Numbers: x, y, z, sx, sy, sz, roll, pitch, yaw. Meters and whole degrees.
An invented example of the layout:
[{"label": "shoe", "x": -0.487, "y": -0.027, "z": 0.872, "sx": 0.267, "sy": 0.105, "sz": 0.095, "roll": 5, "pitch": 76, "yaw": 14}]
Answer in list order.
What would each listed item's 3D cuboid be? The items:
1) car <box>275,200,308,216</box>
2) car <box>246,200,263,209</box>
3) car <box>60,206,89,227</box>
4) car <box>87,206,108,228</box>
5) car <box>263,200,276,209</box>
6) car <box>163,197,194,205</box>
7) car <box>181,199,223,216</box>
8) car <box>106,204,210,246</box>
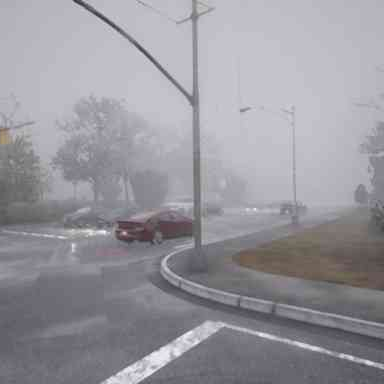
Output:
[{"label": "car", "x": 10.525, "y": 1.636, "z": 34.231, "sx": 1.837, "sy": 1.490, "sz": 4.892, "roll": -1, "pitch": -1, "yaw": 32}, {"label": "car", "x": 10.315, "y": 1.968, "z": 53.632, "sx": 1.994, "sy": 1.385, "sz": 4.181, "roll": -1, "pitch": -1, "yaw": 32}, {"label": "car", "x": -7.736, "y": 1.812, "z": 25.416, "sx": 1.812, "sy": 1.442, "sz": 4.674, "roll": -1, "pitch": -1, "yaw": 34}, {"label": "car", "x": -4.877, "y": 1.787, "z": 23.419, "sx": 1.994, "sy": 1.385, "sz": 4.181, "roll": -1, "pitch": -1, "yaw": 34}, {"label": "car", "x": 13.132, "y": 1.940, "z": 51.540, "sx": 1.895, "sy": 1.301, "sz": 4.718, "roll": -1, "pitch": -1, "yaw": 32}, {"label": "car", "x": -1.053, "y": 1.523, "z": 35.744, "sx": 2.150, "sy": 2.045, "sz": 5.566, "roll": -1, "pitch": -1, "yaw": 32}, {"label": "car", "x": 1.402, "y": 1.728, "z": 33.070, "sx": 2.128, "sy": 1.511, "sz": 4.902, "roll": -1, "pitch": -1, "yaw": 32}, {"label": "car", "x": -1.419, "y": 1.572, "z": 15.892, "sx": 1.882, "sy": 1.535, "sz": 5.008, "roll": -1, "pitch": -1, "yaw": 35}]
